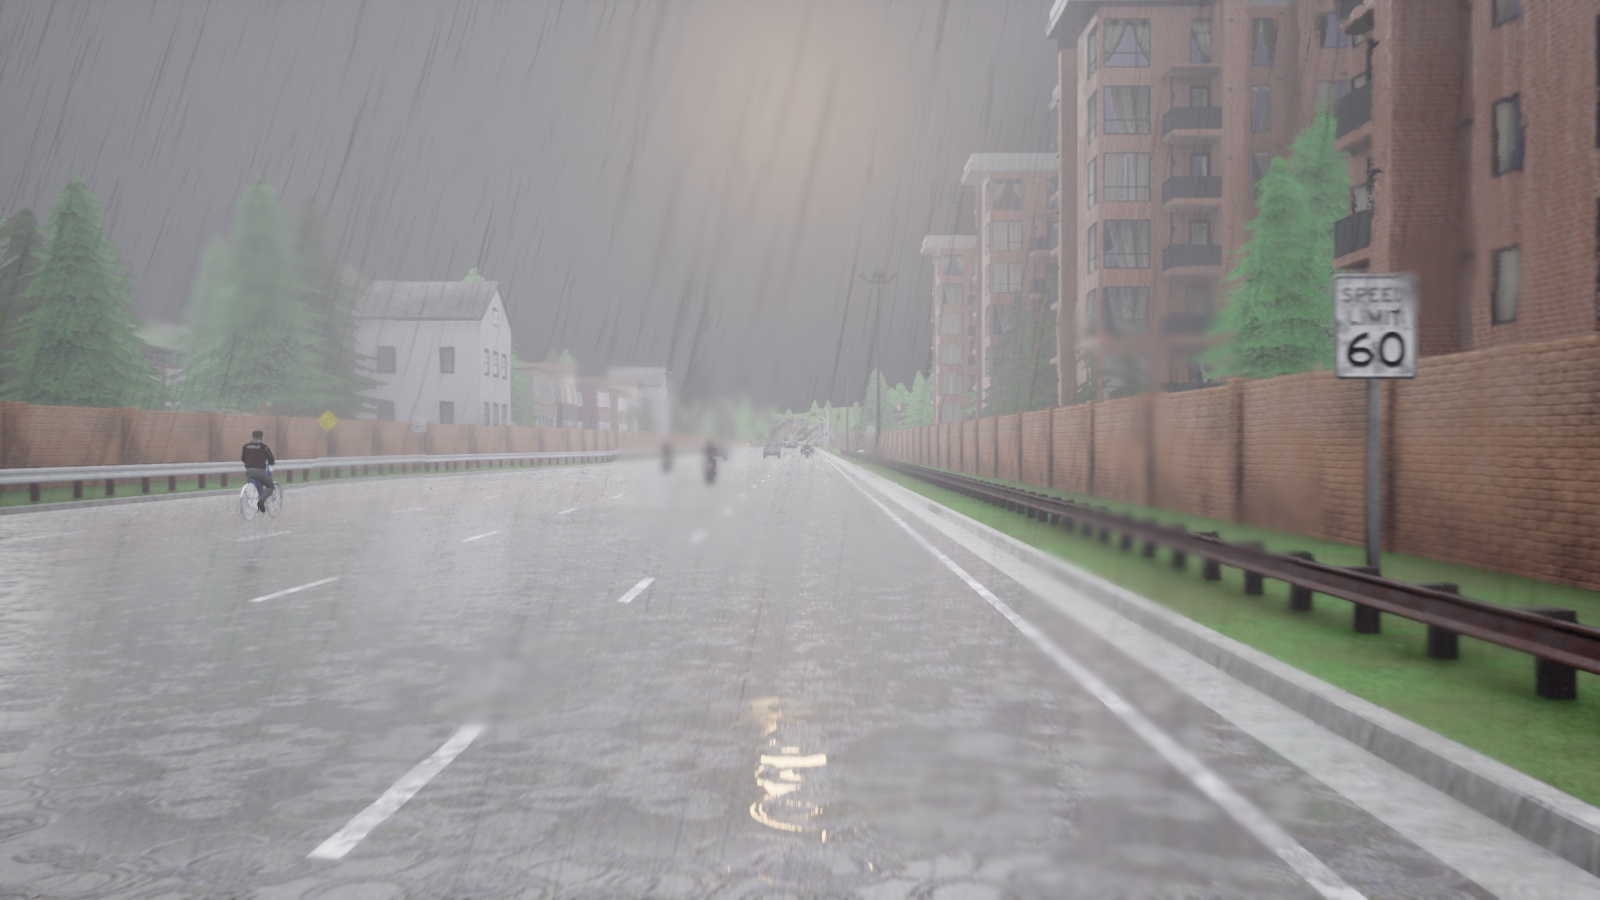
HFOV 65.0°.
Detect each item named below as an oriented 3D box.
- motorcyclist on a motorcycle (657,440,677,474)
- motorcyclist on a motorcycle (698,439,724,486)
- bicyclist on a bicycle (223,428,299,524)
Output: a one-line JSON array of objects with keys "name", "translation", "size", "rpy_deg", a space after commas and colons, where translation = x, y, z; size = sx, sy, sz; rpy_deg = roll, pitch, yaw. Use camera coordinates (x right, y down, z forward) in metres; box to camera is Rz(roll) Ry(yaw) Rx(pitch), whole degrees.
[{"name": "motorcyclist on a motorcycle", "translation": [-6.629, 0.339, 62.740], "size": [0.766, 1.649, 2.350], "rpy_deg": [0, 0, 0]}, {"name": "motorcyclist on a motorcycle", "translation": [-3.226, 0.438, 45.616], "size": [0.766, 1.649, 2.350], "rpy_deg": [0, 0, 0]}, {"name": "bicyclist on a bicycle", "translation": [-10.348, 0.473, 24.165], "size": [0.659, 1.776, 1.843], "rpy_deg": [0, 1, 0]}]
